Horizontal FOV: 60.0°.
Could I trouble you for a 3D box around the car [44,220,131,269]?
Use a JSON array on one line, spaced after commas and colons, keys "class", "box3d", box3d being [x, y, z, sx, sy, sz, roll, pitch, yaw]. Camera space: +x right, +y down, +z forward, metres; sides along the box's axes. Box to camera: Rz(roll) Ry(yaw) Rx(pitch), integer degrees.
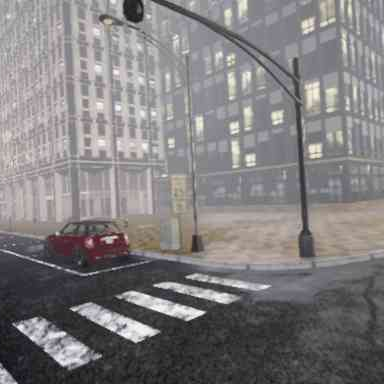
[{"class": "car", "box3d": [-4.109, 1.786, 12.678, 1.967, 1.590, 4.097, -2, -1, -43]}]
